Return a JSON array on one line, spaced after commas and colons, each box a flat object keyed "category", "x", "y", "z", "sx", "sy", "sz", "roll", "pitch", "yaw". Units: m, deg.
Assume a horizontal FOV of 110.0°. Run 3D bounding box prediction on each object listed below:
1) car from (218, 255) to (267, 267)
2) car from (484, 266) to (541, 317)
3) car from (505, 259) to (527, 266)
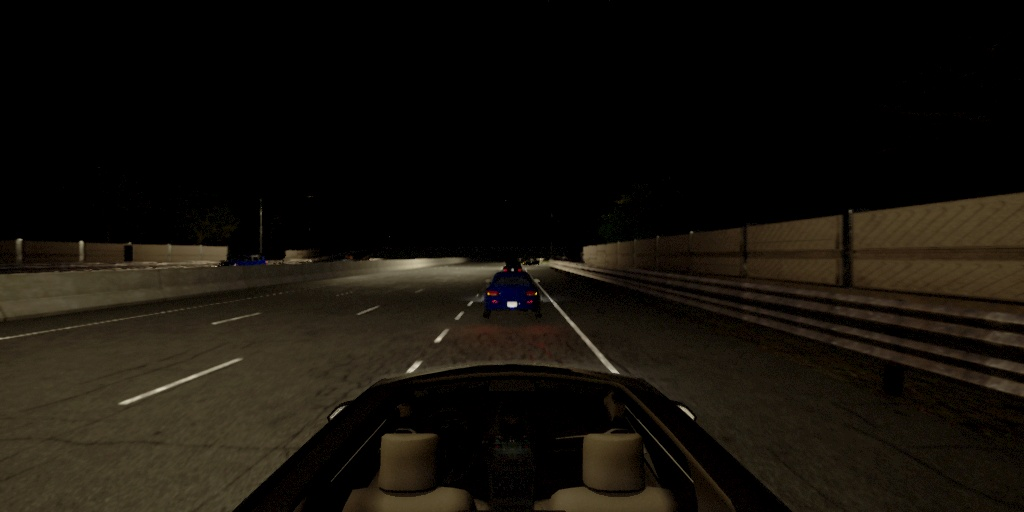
[{"category": "car", "x": -31.402, "y": 0.930, "z": 42.072, "sx": 2.150, "sy": 2.045, "sz": 5.566, "roll": 0, "pitch": 0, "yaw": 0}, {"category": "car", "x": 0.009, "y": 1.261, "z": 12.885, "sx": 1.812, "sy": 1.442, "sz": 4.674, "roll": 0, "pitch": 0, "yaw": 0}, {"category": "car", "x": 0.056, "y": 1.263, "z": 32.703, "sx": 2.033, "sy": 1.411, "sz": 5.357, "roll": 0, "pitch": 0, "yaw": 0}]
